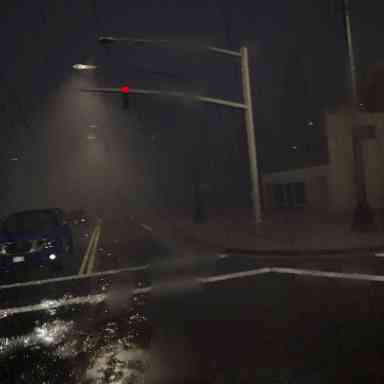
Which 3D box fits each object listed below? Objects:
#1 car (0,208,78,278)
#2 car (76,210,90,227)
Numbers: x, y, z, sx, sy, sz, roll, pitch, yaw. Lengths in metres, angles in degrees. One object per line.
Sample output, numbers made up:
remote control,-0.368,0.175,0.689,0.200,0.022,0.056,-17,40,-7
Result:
car,-5.910,1.722,12.673,2.150,2.045,5.566,-5,0,-14
car,-10.319,2.415,30.187,1.837,1.490,4.892,-5,-1,-14
